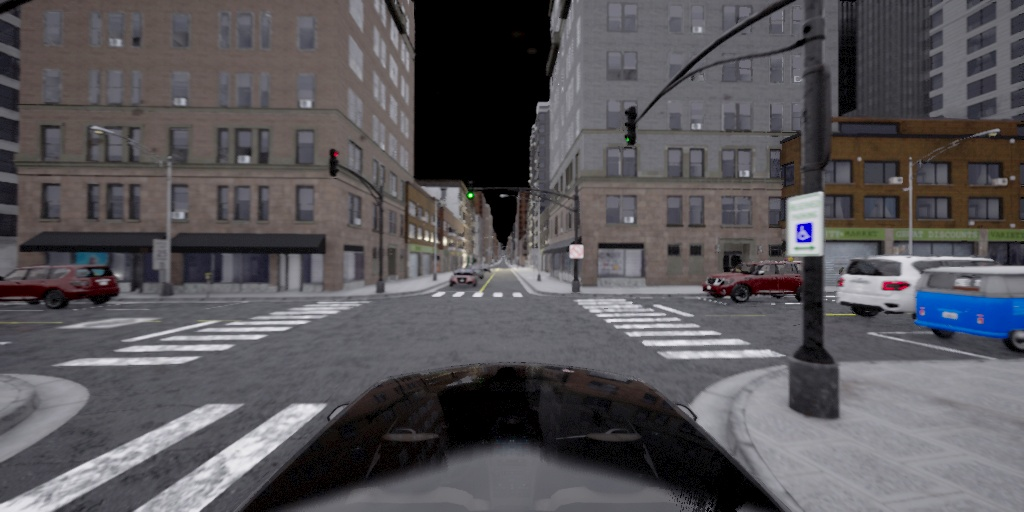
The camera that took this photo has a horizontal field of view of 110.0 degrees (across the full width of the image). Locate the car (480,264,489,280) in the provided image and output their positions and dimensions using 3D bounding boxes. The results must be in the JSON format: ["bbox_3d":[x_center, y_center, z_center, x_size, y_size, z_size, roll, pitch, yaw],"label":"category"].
[{"bbox_3d":[-3.940,1.712,38.566,2.128,1.511,4.902,0,-1,-1],"label":"car"}]

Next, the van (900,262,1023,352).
[{"bbox_3d":[11.935,1.118,8.308,3.998,1.789,1.690,0,0,-1],"label":"van"}]

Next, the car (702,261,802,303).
[{"bbox_3d":[11.726,1.143,16.830,5.009,1.841,2.192,0,0,-1],"label":"car"}]

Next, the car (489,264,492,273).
[{"bbox_3d":[-4.316,2.004,57.691,1.837,1.490,4.892,0,-1,-1],"label":"car"}]

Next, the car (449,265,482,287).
[{"bbox_3d":[-3.719,1.643,28.324,1.994,1.385,4.181,0,-1,-1],"label":"car"}]

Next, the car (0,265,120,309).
[{"bbox_3d":[-20.707,1.329,16.032,5.009,1.841,2.192,0,0,-1],"label":"car"}]

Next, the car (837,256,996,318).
[{"bbox_3d":[13.392,1.011,11.113,5.566,2.045,2.150,0,0,-1],"label":"car"}]
